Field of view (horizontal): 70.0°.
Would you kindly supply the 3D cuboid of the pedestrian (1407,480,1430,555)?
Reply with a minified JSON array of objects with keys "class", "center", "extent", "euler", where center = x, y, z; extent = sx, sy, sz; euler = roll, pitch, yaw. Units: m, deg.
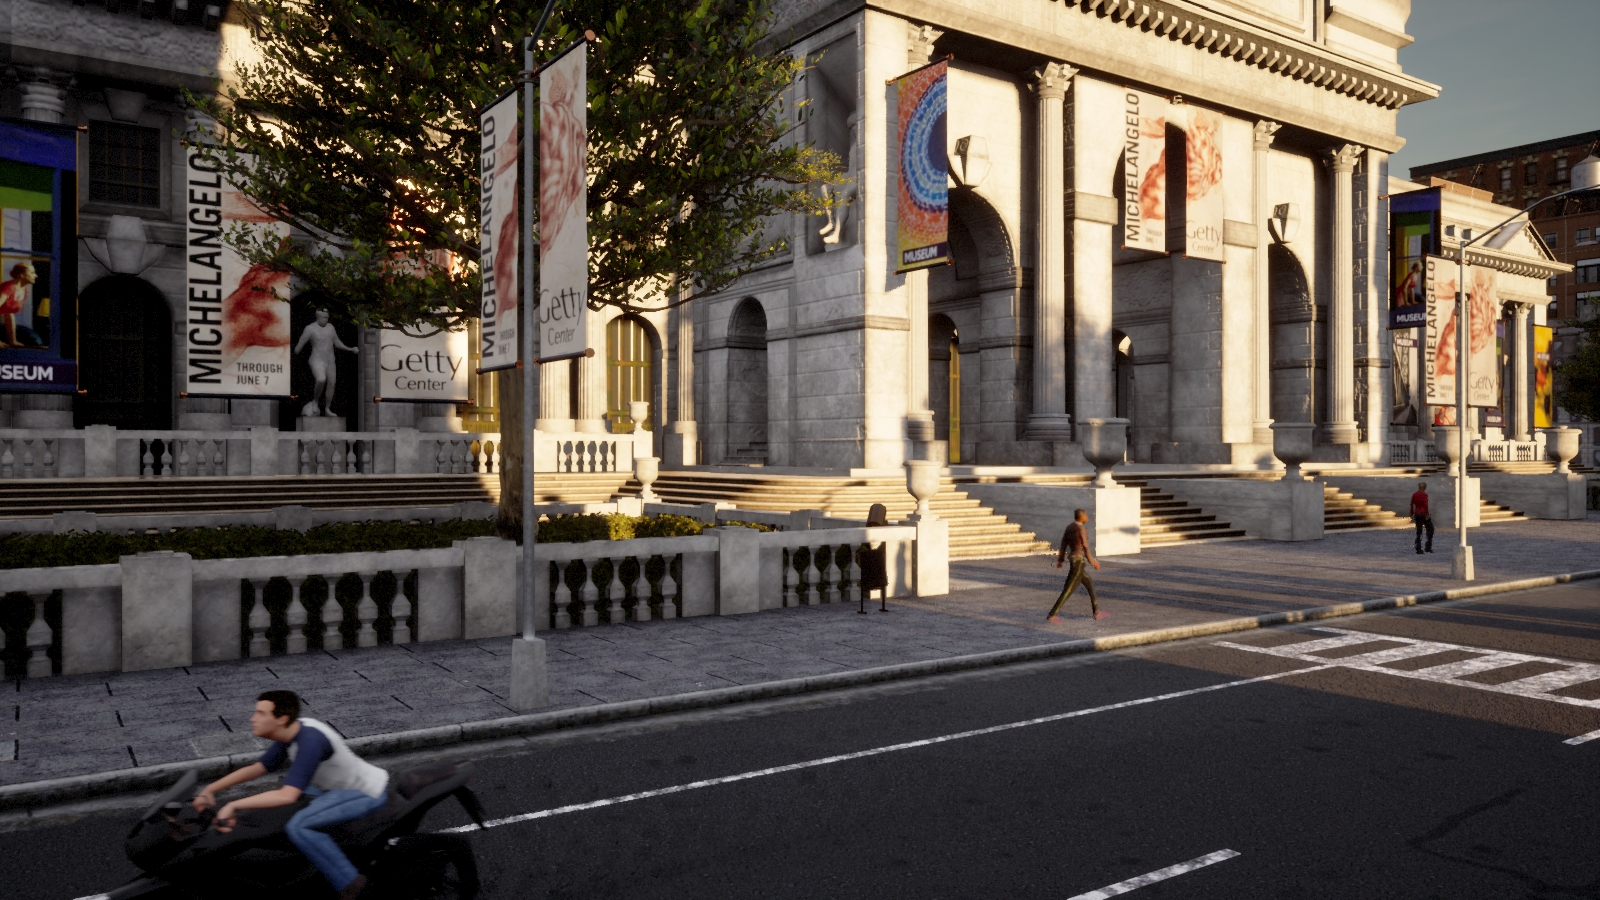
[{"class":"pedestrian","center":[15.558,1.696,28.745],"extent":[0.375,1.860,0.375],"euler":[0,0,-29]}]

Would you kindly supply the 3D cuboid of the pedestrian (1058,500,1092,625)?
[{"class":"pedestrian","center":[4.172,1.696,17.328],"extent":[0.375,1.860,0.375],"euler":[0,0,-14]}]

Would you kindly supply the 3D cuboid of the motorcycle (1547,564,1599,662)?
[{"class":"motorcycle","center":[11.219,2.212,15.766],"extent":[2.033,1.145,0.803],"euler":[0,0,-34]}]
